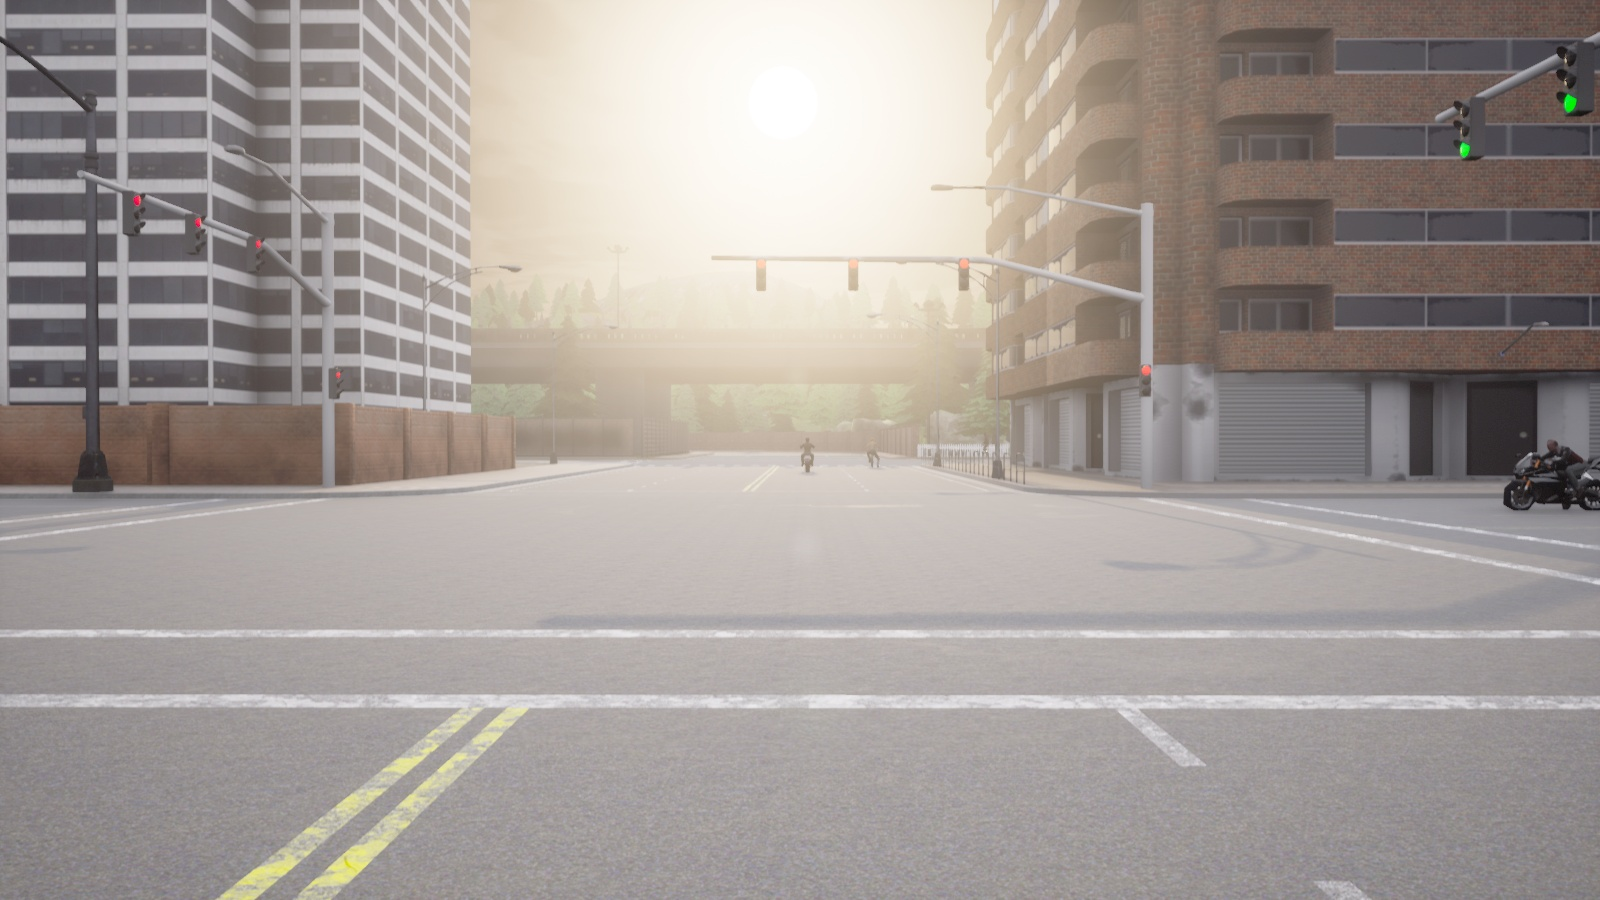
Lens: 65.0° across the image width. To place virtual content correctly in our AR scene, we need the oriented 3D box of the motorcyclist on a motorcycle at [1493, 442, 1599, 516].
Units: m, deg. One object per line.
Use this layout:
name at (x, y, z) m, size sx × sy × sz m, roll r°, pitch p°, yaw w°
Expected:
motorcyclist on a motorcycle at (15.862, 0.592, 26.327) m, size 2.191 × 1.530 × 0.866 m, roll 0°, pitch 0°, yaw 1°
